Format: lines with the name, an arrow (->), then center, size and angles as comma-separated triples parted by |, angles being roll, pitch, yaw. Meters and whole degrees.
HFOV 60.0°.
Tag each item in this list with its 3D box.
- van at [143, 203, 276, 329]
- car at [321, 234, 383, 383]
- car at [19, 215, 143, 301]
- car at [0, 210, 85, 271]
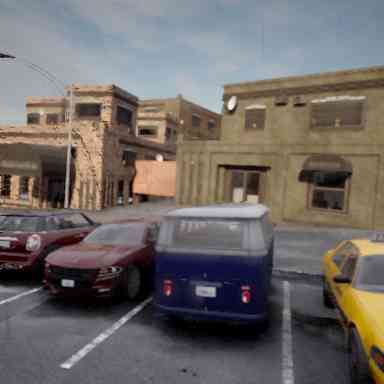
van -> 0.782, 1.242, 7.031 | 1.878, 1.987, 4.442 | 0, -1, 15
car -> 3.092, 1.465, 5.032 | 1.946, 1.575, 5.366 | 1, -1, 16
car -> -1.645, 1.462, 8.626 | 2.097, 1.535, 5.008 | 1, -1, 15
car -> -4.066, 1.331, 10.301 | 2.185, 1.767, 4.553 | 0, -1, 15
